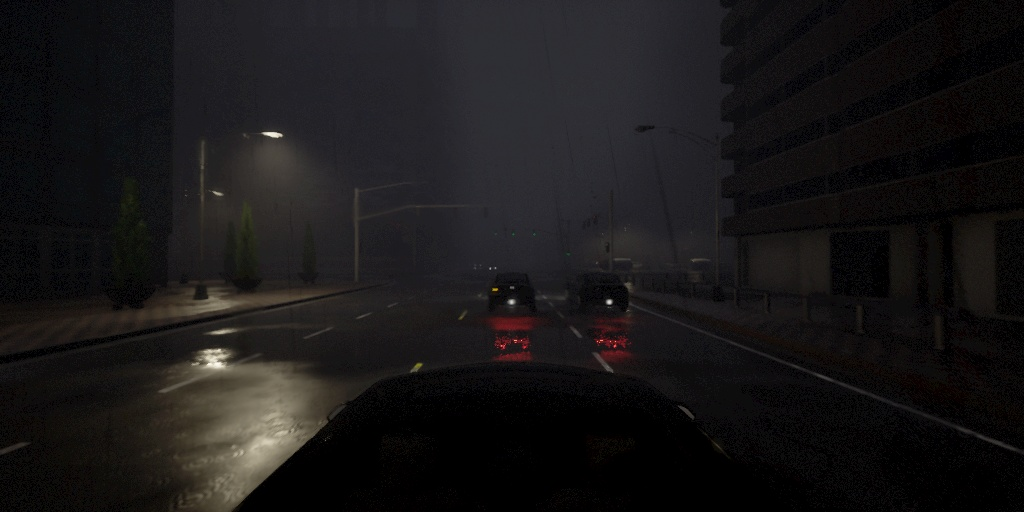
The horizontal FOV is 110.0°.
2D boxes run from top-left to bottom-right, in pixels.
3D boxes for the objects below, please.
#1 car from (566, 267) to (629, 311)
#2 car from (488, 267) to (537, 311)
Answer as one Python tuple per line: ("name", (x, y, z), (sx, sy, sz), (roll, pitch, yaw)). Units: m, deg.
("car", (3.511, 1.406, 15.332), (1.837, 1.490, 4.892), (0, 0, 0))
("car", (0.011, 1.406, 15.332), (1.837, 1.490, 4.892), (0, 0, 0))
